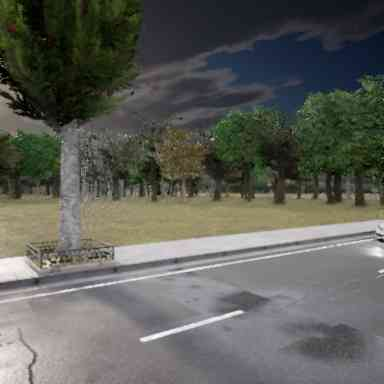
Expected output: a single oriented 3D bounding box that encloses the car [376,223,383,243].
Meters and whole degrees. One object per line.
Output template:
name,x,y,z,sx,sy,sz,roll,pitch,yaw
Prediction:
car,10.095,1.491,14.841,4.674,1.442,1.812,0,0,-35
